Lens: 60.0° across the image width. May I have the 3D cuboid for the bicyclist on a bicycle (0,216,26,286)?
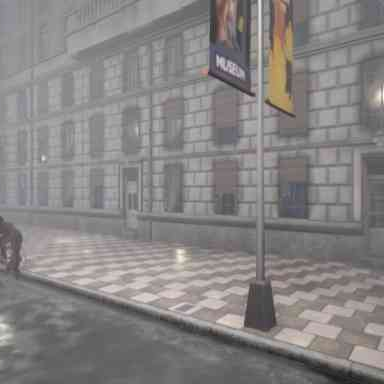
[{"bbox_3d":[-4.520,1.370,8.104,0.582,1.620,1.656,-2,8,2],"label":"bicyclist on a bicycle"}]
